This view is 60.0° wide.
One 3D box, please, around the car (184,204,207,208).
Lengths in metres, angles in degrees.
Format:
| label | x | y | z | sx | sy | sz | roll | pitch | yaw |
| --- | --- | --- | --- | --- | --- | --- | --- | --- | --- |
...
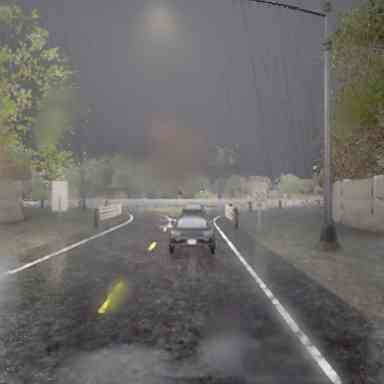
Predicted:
| label | x | y | z | sx | sy | sz | roll | pitch | yaw |
| --- | --- | --- | --- | --- | --- | --- | --- | --- | --- |
| car | 0.236 | 1.751 | 29.335 | 1.882 | 1.535 | 5.008 | 0 | 0 | 6 |

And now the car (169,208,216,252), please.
| label | x | y | z | sx | sy | sz | roll | pitch | yaw |
| --- | --- | --- | --- | --- | --- | --- | --- | --- | --- |
| car | 0.011 | 1.660 | 14.386 | 1.812 | 1.442 | 4.674 | 0 | 0 | 0 |
